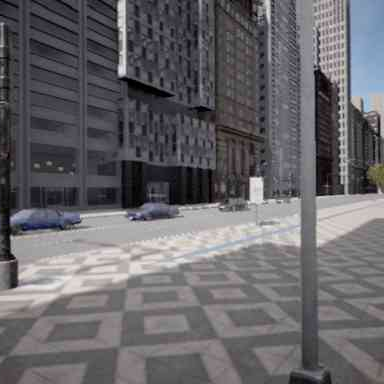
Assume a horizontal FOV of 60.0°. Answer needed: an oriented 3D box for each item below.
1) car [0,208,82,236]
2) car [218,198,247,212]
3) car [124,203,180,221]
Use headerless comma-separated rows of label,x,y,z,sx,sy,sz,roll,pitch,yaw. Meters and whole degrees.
car,-9.295,1.695,19.951,2.033,1.411,5.357,-1,0,36
car,4.908,1.492,39.584,1.837,1.490,4.892,-1,1,36
car,-3.249,1.629,28.320,2.033,1.411,5.357,-1,0,36
